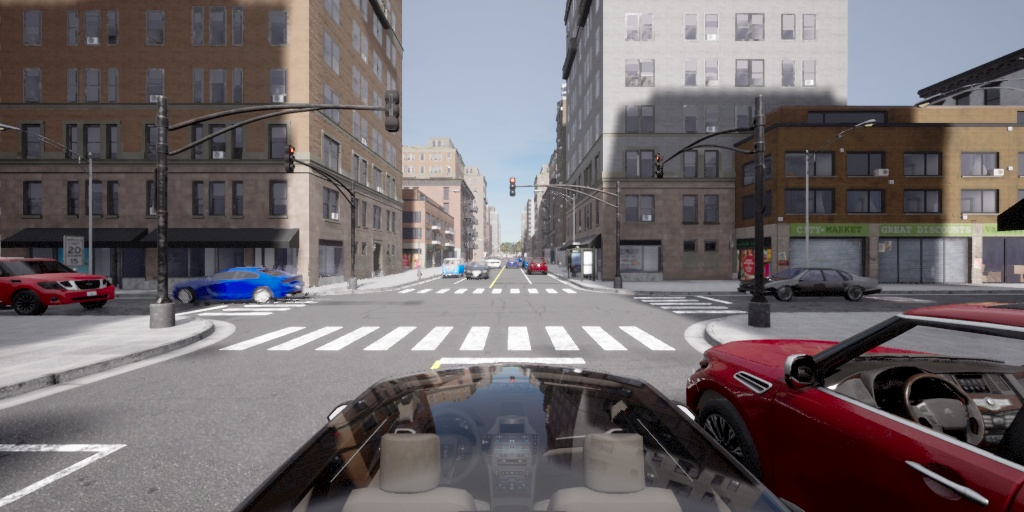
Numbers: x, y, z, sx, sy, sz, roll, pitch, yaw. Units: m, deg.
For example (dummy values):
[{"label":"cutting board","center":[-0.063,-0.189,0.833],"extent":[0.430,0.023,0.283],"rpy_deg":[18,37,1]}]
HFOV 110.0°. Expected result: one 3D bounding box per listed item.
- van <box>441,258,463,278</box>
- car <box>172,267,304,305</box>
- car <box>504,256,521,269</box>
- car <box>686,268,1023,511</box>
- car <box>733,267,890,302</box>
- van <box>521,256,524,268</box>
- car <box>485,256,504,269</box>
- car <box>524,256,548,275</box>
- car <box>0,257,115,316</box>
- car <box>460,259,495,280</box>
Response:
[{"label":"van","center":[-5.408,1.087,33.253],"extent":[1.690,1.789,3.998],"rpy_deg":[0,0,0]},{"label":"car","center":[-12.113,1.271,16.028],"extent":[5.008,1.535,1.882],"rpy_deg":[0,1,-4]},{"label":"car","center":[0.048,1.094,57.998],"extent":[2.097,1.767,4.553],"rpy_deg":[0,0,1]},{"label":"car","center":[2.637,1.065,1.289],"extent":[2.192,1.841,5.009],"rpy_deg":[0,0,0]},{"label":"car","center":[13.289,1.232,16.162],"extent":[5.357,1.411,2.033],"rpy_deg":[0,0,0]},{"label":"van","center":[2.689,1.084,54.879],"extent":[1.690,1.789,3.998],"rpy_deg":[0,0,0]},{"label":"car","center":[-2.817,0.966,54.776],"extent":[2.150,2.045,5.566],"rpy_deg":[0,0,0]},{"label":"car","center":[2.704,1.060,38.660],"extent":[2.192,1.841,5.009],"rpy_deg":[0,0,0]},{"label":"car","center":[-18.199,1.044,13.163],"extent":[5.566,2.045,2.150],"rpy_deg":[0,0,0]},{"label":"car","center":[-2.850,1.238,31.016],"extent":[2.128,1.511,4.902],"rpy_deg":[0,0,0]}]
